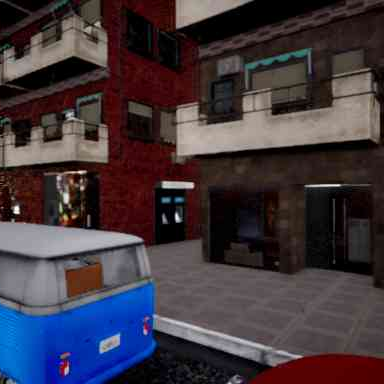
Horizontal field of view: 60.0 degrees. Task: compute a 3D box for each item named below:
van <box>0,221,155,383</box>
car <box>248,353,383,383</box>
[{"bbox_3d":[-2.368,1.359,4.567,3.998,1.788,1.690,0,0,35],"label":"van"},{"bbox_3d":[2.217,1.540,1.297,4.507,1.381,1.887,0,0,35],"label":"car"}]
